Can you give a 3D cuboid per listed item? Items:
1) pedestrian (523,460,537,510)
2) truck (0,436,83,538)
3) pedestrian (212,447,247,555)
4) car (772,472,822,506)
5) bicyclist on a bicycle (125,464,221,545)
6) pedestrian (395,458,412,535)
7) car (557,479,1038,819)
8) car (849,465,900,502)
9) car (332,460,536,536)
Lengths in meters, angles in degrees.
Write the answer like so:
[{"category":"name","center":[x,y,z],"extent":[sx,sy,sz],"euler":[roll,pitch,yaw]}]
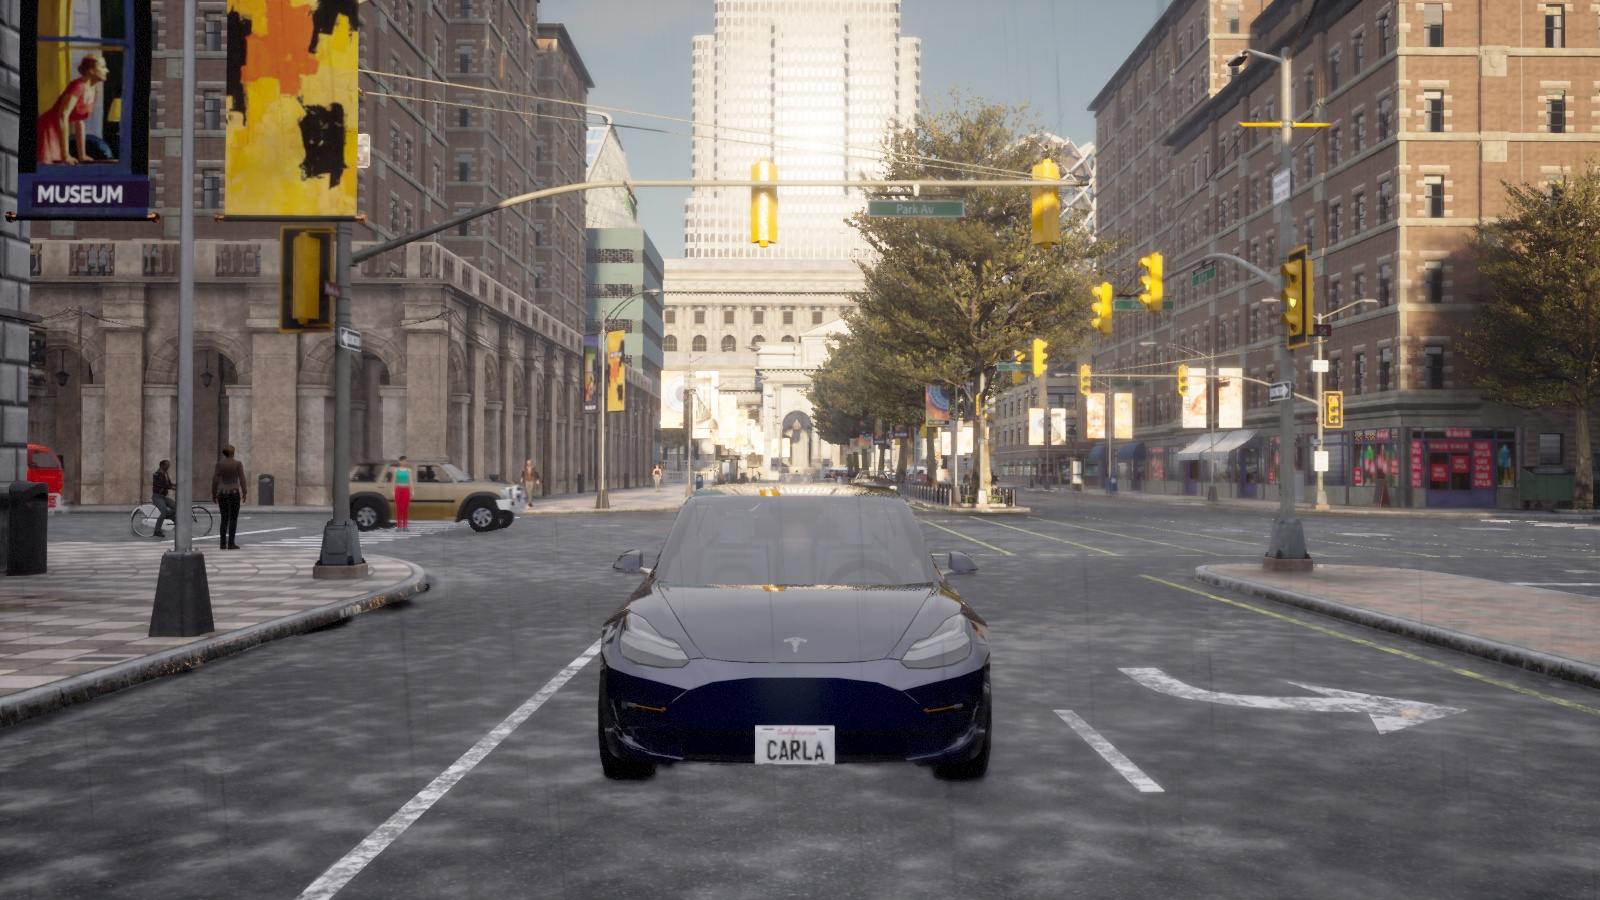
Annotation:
[{"category":"pedestrian","center":[-10.085,1.298,46.926],"extent":[0.376,1.854,0.720],"euler":[0,-1,0]},{"category":"truck","center":[-21.491,0.959,31.748],"extent":[5.204,2.467,2.627],"euler":[-1,-1,-1]},{"category":"pedestrian","center":[-9.950,0.878,21.896],"extent":[0.331,1.846,0.634],"euler":[0,-1,-2]},{"category":"car","center":[-0.140,1.785,57.926],"extent":[2.163,1.488,4.792],"euler":[0,-1,0]},{"category":"bicyclist on a bicycle","center":[-14.120,1.216,28.301],"extent":[1.843,1.776,0.659],"euler":[0,-1,0]},{"category":"pedestrian","center":[-9.557,1.116,30.254],"extent":[0.345,1.836,0.594],"euler":[0,-1,-23]},{"category":"car","center":[-0.020,0.950,8.059],"extent":[2.163,1.488,4.792],"euler":[0,-1,0]},{"category":"car","center":[3.435,1.566,58.898],"extent":[2.152,1.651,5.027],"euler":[0,-1,1]},{"category":"car","center":[-9.193,1.202,31.847],"extent":[4.605,1.855,1.932],"euler":[0,-1,0]}]
